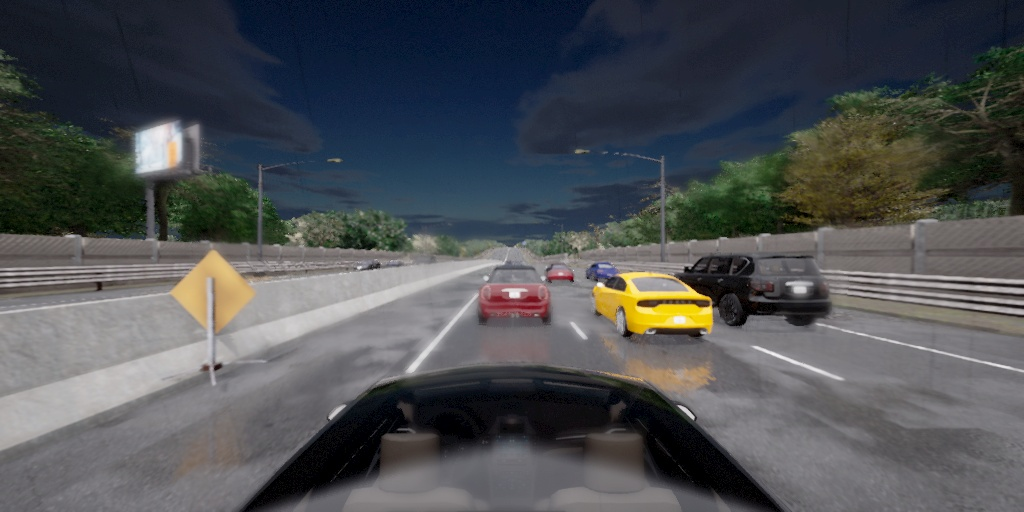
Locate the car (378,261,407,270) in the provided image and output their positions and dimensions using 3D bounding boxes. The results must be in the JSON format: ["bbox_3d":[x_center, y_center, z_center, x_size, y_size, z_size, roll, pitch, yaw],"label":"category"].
[{"bbox_3d":[-14.085,1.307,43.253,1.994,1.385,4.181,0,0,0],"label":"car"}]

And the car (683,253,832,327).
[{"bbox_3d":[7.086,0.928,11.492,2.150,2.045,5.566,0,0,0],"label":"car"}]

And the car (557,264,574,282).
[{"bbox_3d":[3.584,1.266,27.981,1.994,1.385,4.181,0,0,0],"label":"car"}]

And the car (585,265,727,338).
[{"bbox_3d":[3.576,1.190,10.103,1.882,1.535,5.008,0,0,0],"label":"car"}]

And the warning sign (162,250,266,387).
[{"bbox_3d":[-4.551,0.844,5.437,1.300,1.860,1.060,0,0,0],"label":"warning sign"}]

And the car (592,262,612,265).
[{"bbox_3d":[7.087,1.229,28.399,1.812,1.442,4.674,0,0,0],"label":"car"}]

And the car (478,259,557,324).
[{"bbox_3d":[0.083,1.060,11.886,2.097,1.767,4.553,0,0,0],"label":"car"}]

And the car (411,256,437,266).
[{"bbox_3d":[-10.586,0.969,43.818,2.150,2.045,5.566,0,-1,0],"label":"car"}]

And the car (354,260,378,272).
[{"bbox_3d":[-17.581,1.237,43.757,2.128,1.511,4.902,0,0,0],"label":"car"}]
